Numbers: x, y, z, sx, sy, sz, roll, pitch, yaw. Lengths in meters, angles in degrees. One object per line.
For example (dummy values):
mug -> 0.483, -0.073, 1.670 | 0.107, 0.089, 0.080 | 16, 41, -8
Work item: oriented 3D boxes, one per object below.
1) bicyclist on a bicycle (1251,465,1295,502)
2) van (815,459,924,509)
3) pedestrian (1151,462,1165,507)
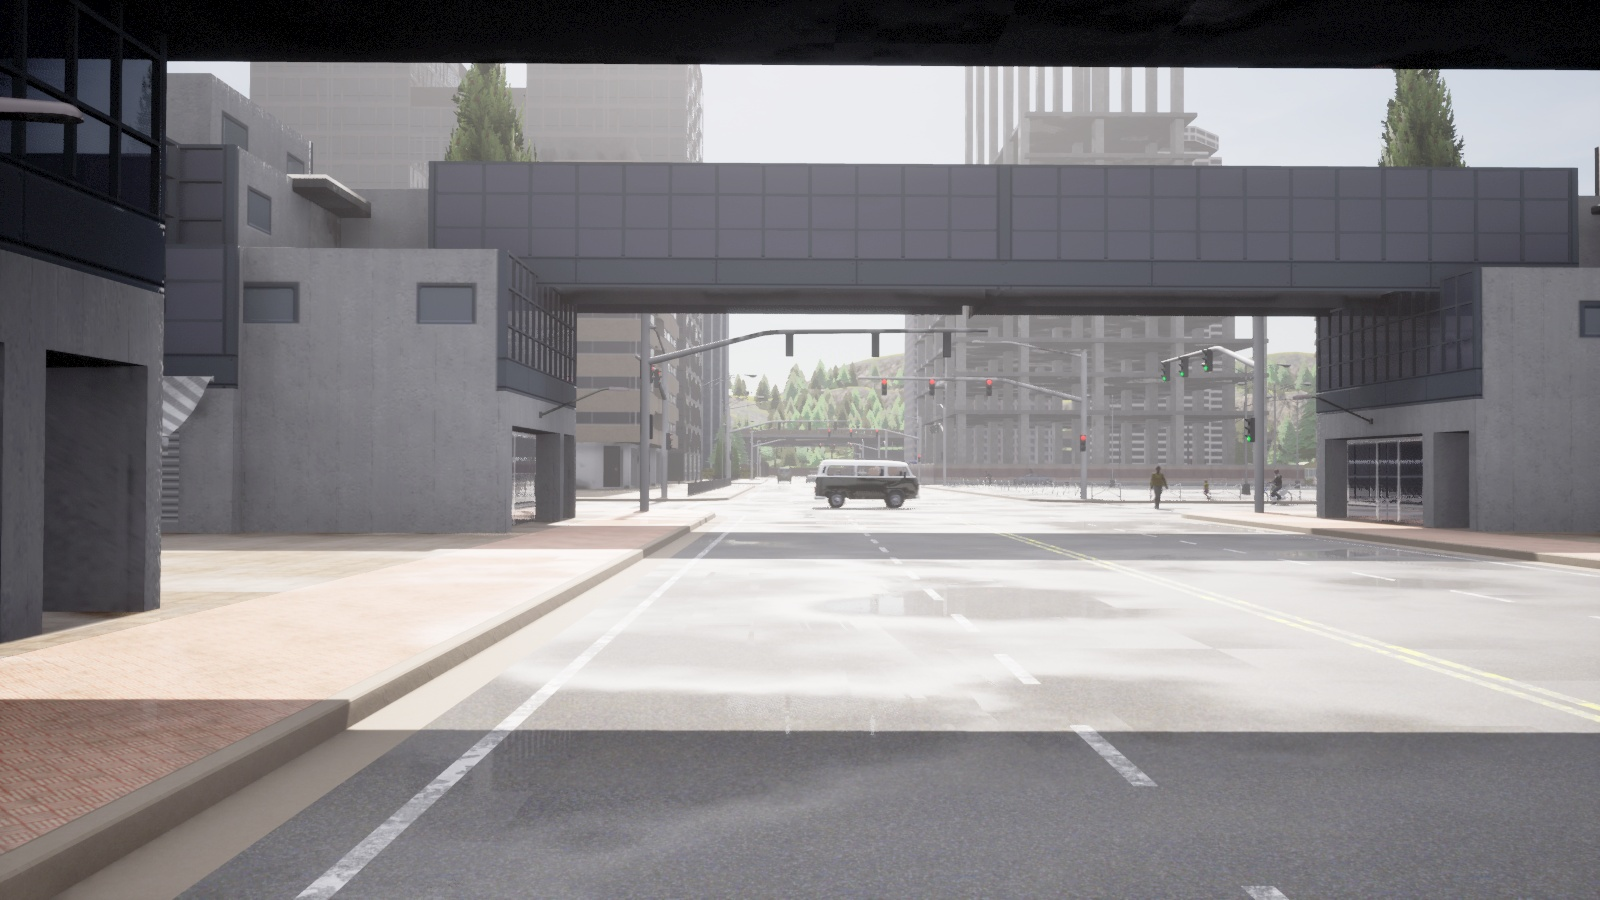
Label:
bicyclist on a bicycle -> 22.648, 1.602, 60.157 | 1.843, 1.776, 0.659 | 0, -1, 0
van -> 2.888, 1.414, 52.985 | 4.480, 2.038, 2.069 | 0, -1, -1
pedestrian -> 14.955, 1.428, 52.416 | 0.431, 1.840, 0.709 | 0, -1, 5
